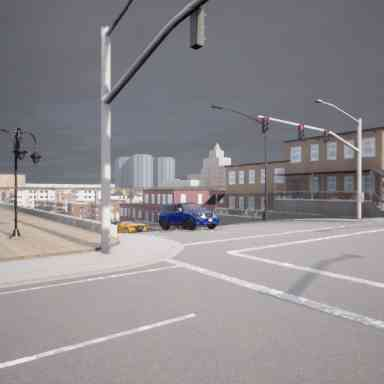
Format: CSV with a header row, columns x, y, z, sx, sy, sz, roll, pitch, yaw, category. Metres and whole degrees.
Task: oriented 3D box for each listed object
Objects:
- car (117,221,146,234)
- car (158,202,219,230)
x,y,z,sx,sy,sz,roll,pitch,yaw,category
-6.297,3.604,32.654,1.882,1.535,5.008,0,-12,-36,car
-0.406,1.778,24.644,2.150,2.045,5.566,0,-5,-36,car
